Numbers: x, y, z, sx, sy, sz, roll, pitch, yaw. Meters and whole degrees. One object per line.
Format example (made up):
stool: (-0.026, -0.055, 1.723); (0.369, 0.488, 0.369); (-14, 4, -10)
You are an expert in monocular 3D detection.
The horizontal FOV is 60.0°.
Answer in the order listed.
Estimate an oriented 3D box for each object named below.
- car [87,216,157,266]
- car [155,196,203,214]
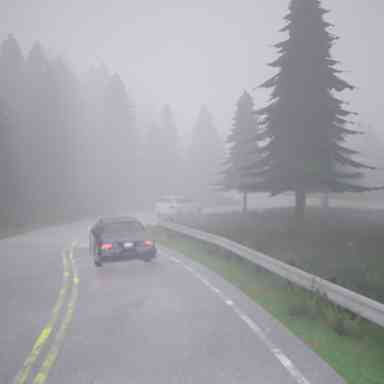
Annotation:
car: (-2.628, 1.576, 11.838); (2.033, 1.411, 5.357); (-2, 0, -19)
car: (-1.133, 1.378, 30.950); (2.150, 2.045, 5.566); (2, 2, 32)
